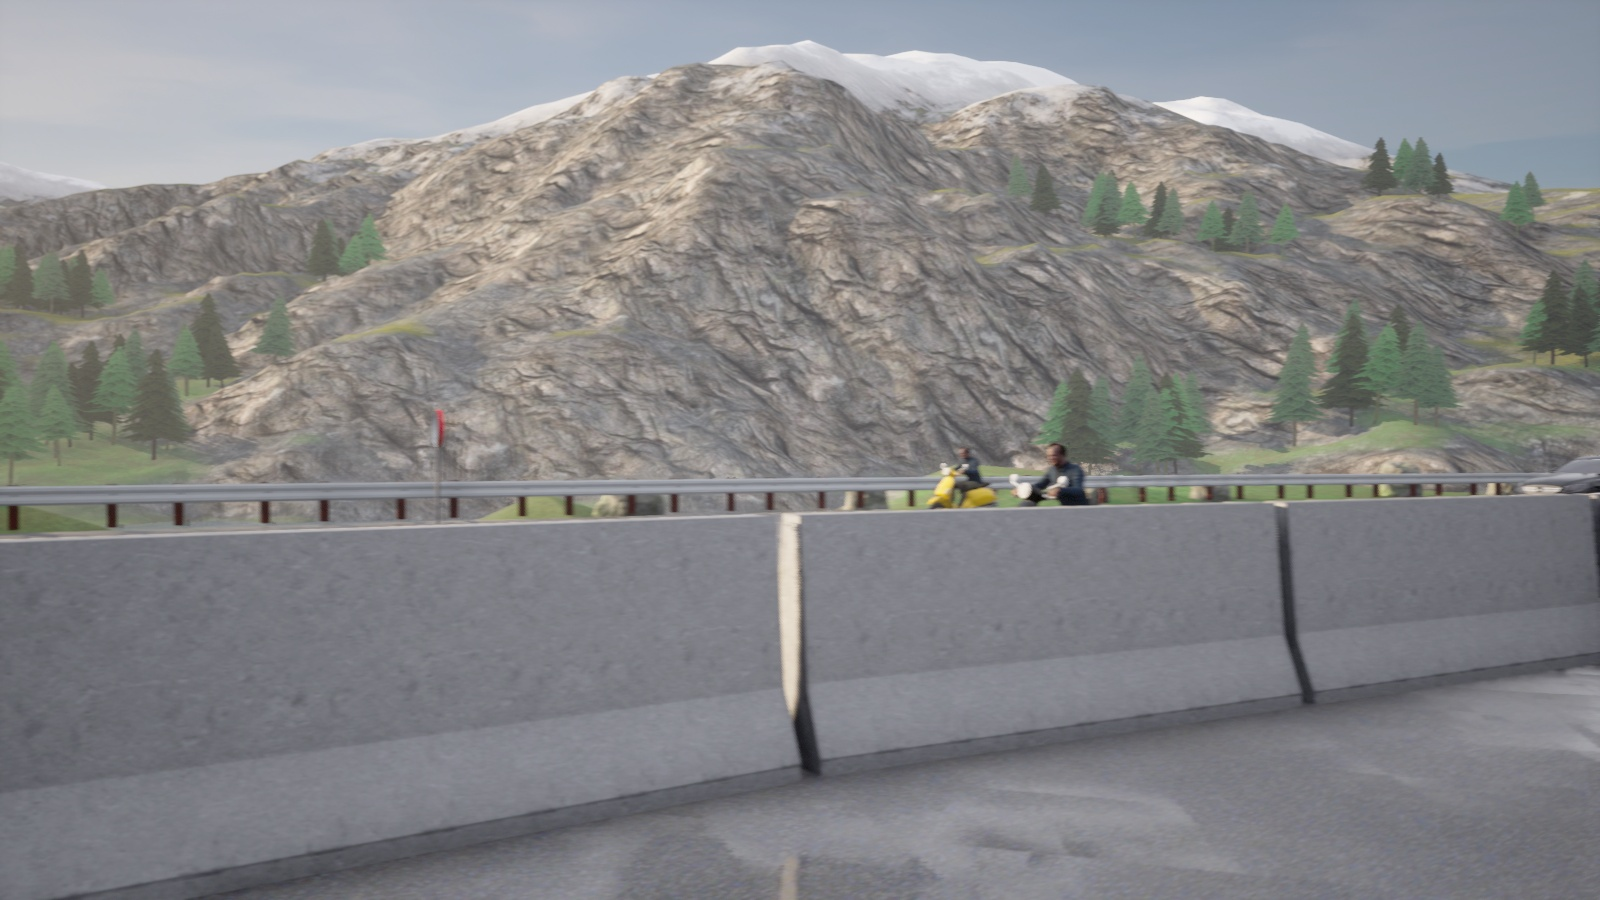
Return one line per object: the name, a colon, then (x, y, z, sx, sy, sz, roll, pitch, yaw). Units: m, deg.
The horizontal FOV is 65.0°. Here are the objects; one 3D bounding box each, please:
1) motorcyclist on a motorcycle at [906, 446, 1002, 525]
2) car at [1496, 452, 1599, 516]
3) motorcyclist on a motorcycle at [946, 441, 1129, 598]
motorcyclist on a motorcycle: (3.207, 0.709, 26.124, 1.817, 1.590, 0.866, 0, 1, -29)
car: (19.183, 0.772, 30.210, 4.674, 1.442, 1.812, 0, 0, -24)
motorcyclist on a motorcycle: (2.580, 0.703, 13.597, 1.817, 1.590, 0.866, 0, 1, -31)
